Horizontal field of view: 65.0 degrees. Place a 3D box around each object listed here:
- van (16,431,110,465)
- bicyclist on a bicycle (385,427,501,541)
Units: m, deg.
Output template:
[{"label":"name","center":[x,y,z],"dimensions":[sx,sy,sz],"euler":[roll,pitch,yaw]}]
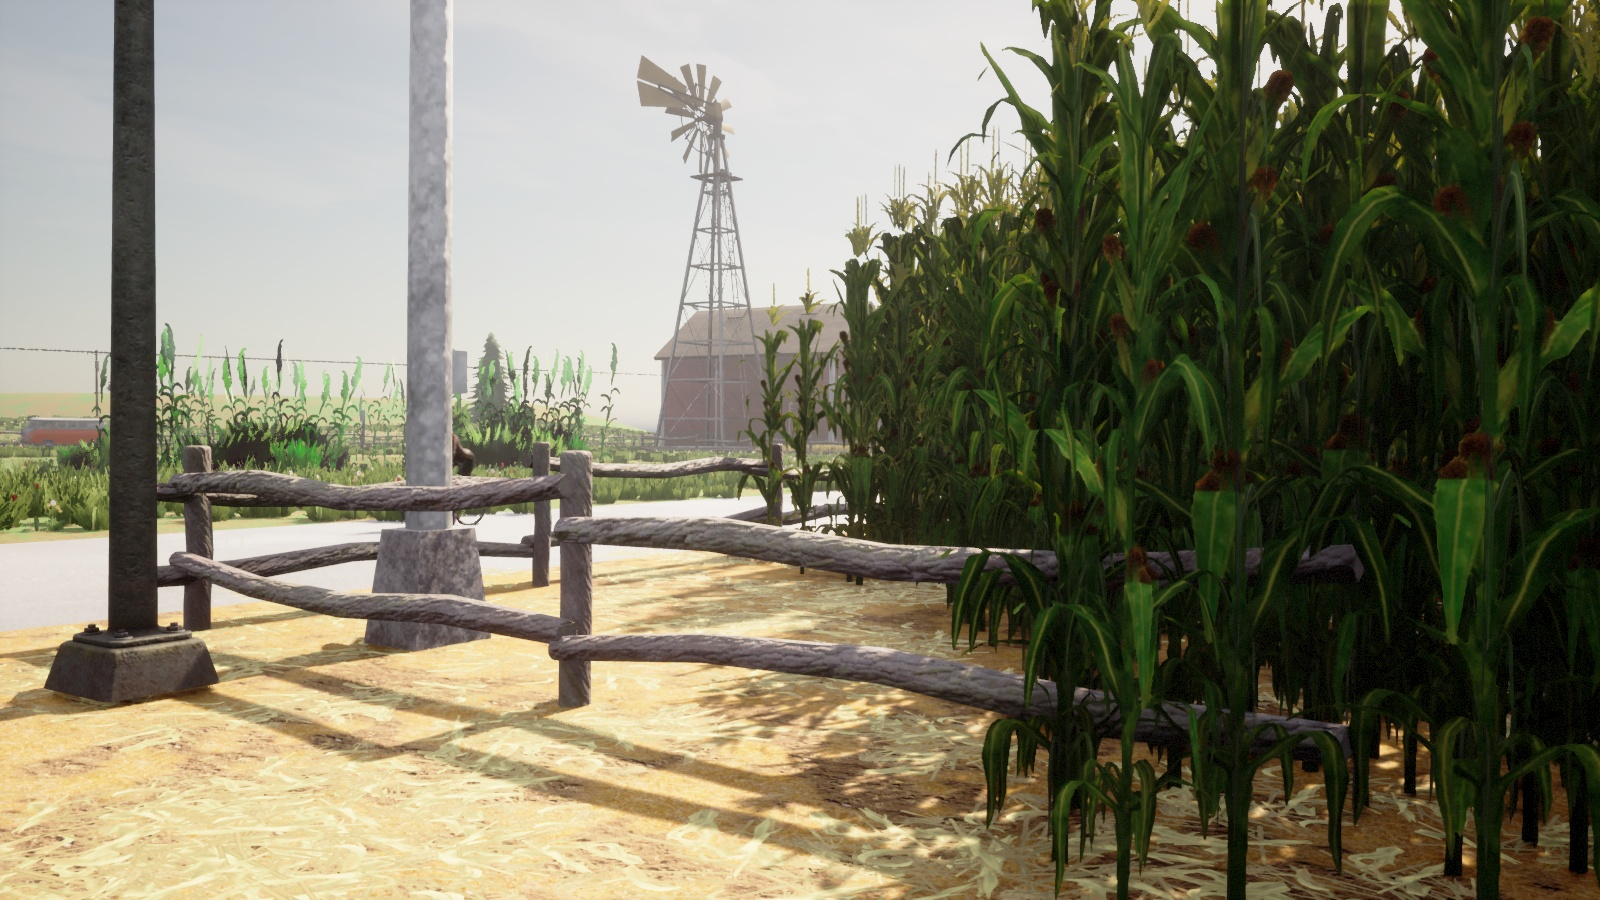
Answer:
[{"label":"van","center":[-43.844,-0.140,74.791],"dimensions":[1.775,1.987,4.442],"euler":[0,1,39]},{"label":"bicyclist on a bicycle","center":[-5.338,0.475,18.864],"dimensions":[0.582,1.620,1.656],"euler":[0,1,33]}]
